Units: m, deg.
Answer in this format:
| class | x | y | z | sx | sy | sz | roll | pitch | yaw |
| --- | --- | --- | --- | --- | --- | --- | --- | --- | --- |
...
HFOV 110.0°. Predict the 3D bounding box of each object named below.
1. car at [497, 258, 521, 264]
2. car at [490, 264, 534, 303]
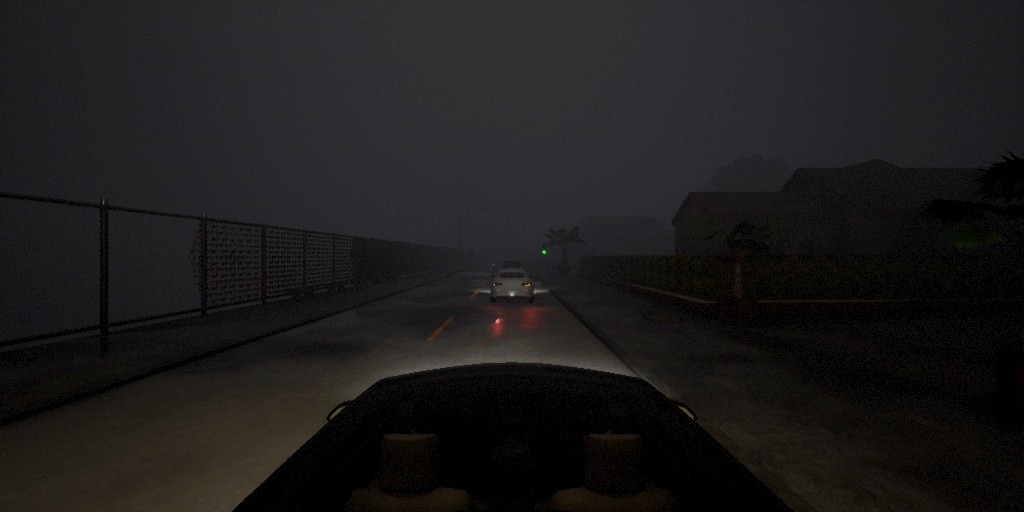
| class | x | y | z | sx | sy | sz | roll | pitch | yaw |
| --- | --- | --- | --- | --- | --- | --- | --- | --- | --- |
| car | 0.000 | 1.113 | 31.469 | 2.097 | 1.767 | 4.553 | 0 | 0 | 0 |
| car | 0.000 | 1.280 | 16.499 | 1.812 | 1.442 | 4.674 | 0 | 0 | 0 |
